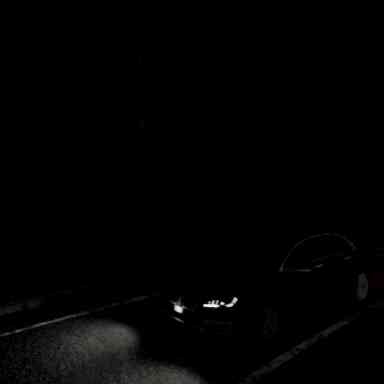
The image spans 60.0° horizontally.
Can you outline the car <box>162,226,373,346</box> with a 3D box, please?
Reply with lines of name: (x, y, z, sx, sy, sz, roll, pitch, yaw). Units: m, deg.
car: (1.713, 1.488, 6.451, 4.892, 1.490, 1.837, 0, -1, -38)
